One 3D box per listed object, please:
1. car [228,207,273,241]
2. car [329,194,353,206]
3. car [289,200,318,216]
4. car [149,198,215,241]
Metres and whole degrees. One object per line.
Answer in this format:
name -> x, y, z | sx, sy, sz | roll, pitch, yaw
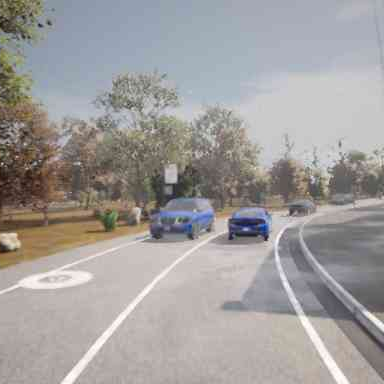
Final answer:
car -> 3.131, 1.536, 17.300 | 1.882, 1.535, 5.008 | -1, -1, 17
car -> 23.197, 1.161, 51.836 | 4.553, 1.767, 2.097 | -3, -2, -43
car -> 11.320, 1.555, 33.756 | 1.837, 1.490, 4.892 | -4, -2, 35
car -> -0.316, 1.352, 17.974 | 2.150, 2.045, 5.566 | -1, -1, 18
